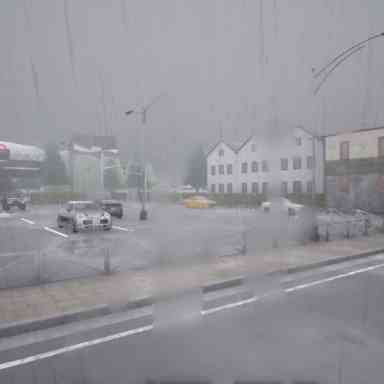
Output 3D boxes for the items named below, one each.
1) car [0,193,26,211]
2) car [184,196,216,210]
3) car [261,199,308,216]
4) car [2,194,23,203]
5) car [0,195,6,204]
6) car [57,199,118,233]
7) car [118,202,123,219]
[{"bbox_3d":[-20.255,1.092,37.855,1.905,1.878,3.866,0,0,-36],"label":"car"},{"bbox_3d":[0.950,1.301,40.909,1.882,1.535,5.008,0,0,-35],"label":"car"},{"bbox_3d":[8.397,1.349,30.482,1.812,1.442,4.674,0,0,-36],"label":"car"},{"bbox_3d":[-39.404,1.328,72.930,3.866,1.878,1.905,0,0,-36],"label":"car"},{"bbox_3d":[-39.629,1.495,65.801,4.611,1.667,2.242,0,0,-36],"label":"car"},{"bbox_3d":[-5.731,1.248,17.595,1.970,1.475,3.806,0,0,-36],"label":"car"},{"bbox_3d":[-6.864,1.313,25.457,2.007,1.523,4.514,0,0,-36],"label":"car"}]
